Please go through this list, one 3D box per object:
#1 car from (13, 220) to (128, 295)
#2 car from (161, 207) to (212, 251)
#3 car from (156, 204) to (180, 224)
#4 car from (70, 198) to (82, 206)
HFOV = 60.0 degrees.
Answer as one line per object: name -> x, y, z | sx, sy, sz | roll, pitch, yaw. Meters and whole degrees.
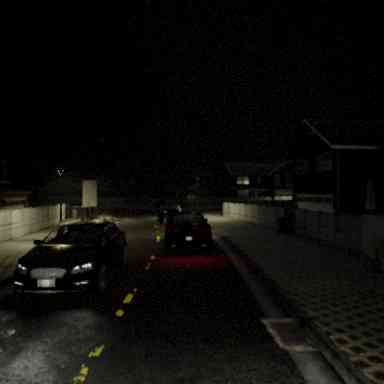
car -> -2.966, 1.575, 9.078 | 2.128, 1.511, 4.902 | 0, -1, -2
car -> -0.249, 1.610, 14.778 | 1.882, 1.535, 5.008 | 0, -1, -3
car -> -1.816, 1.718, 26.882 | 2.128, 1.511, 4.902 | 0, 0, -10
car -> -22.418, 2.022, 64.699 | 1.837, 1.490, 4.892 | 0, 0, -38
